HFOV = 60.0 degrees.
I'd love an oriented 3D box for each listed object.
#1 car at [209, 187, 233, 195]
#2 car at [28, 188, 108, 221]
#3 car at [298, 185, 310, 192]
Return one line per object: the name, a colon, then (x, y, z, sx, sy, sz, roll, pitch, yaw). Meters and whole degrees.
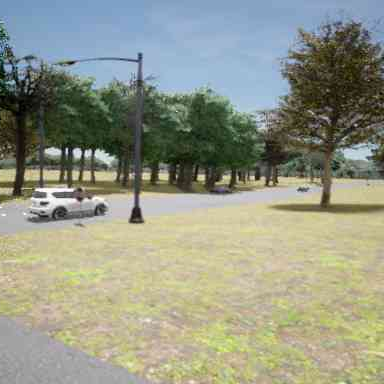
car: (4.701, -0.192, 54.060, 1.895, 1.301, 4.718, 4, 4, 35)
car: (-8.569, 0.766, 23.524, 2.150, 2.045, 5.566, 4, 4, 35)
car: (25.088, -0.811, 74.535, 1.895, 1.301, 4.718, 4, 4, 29)
